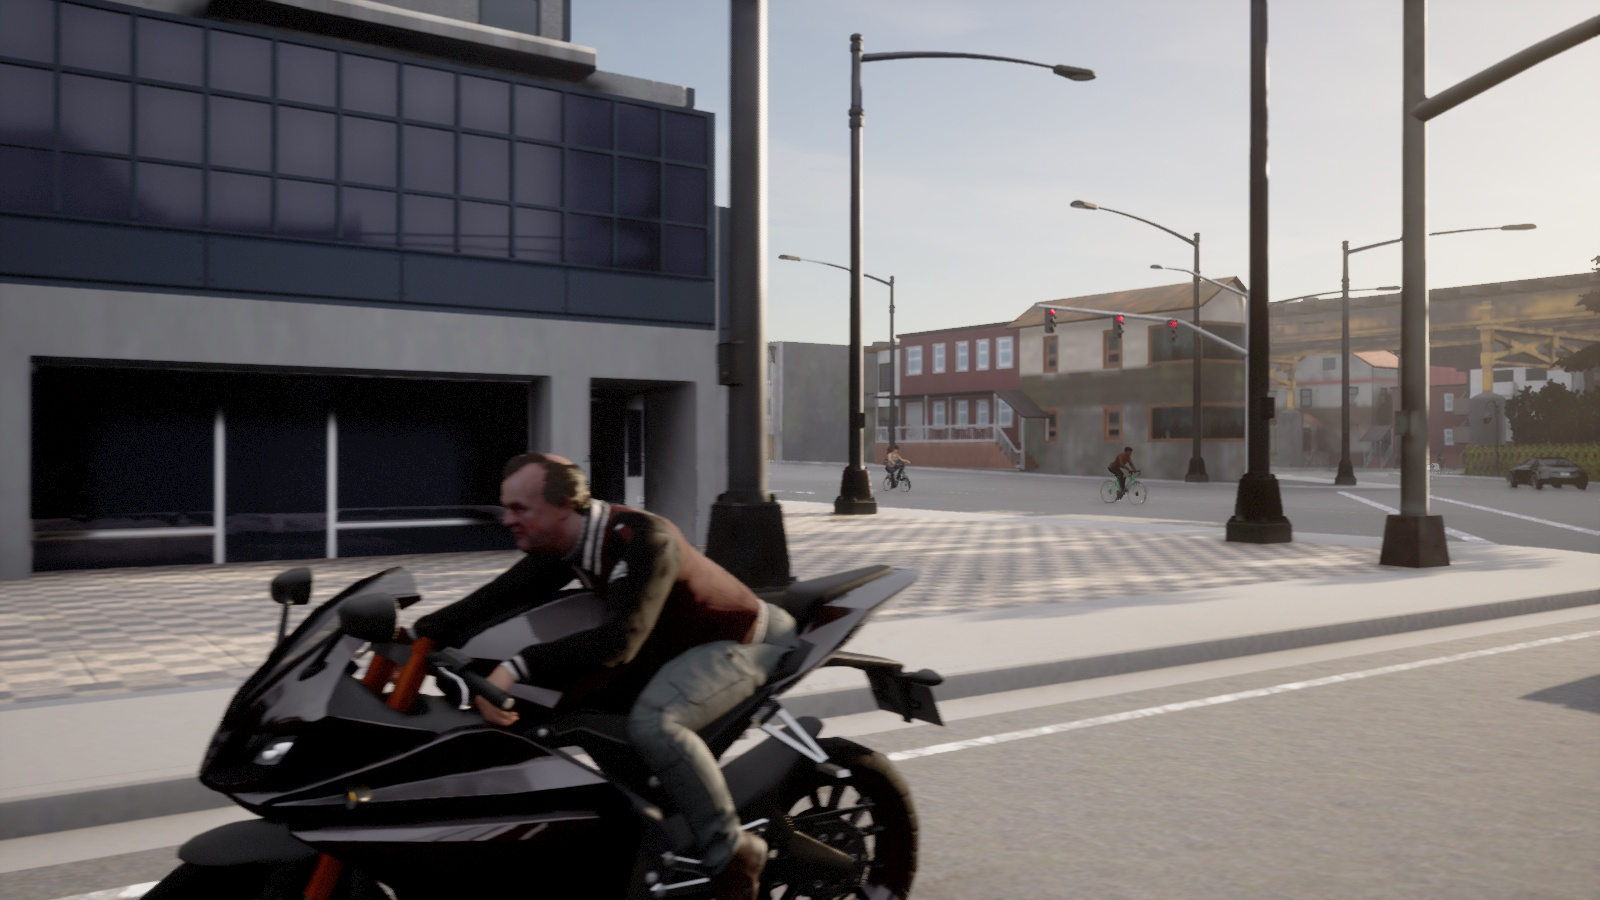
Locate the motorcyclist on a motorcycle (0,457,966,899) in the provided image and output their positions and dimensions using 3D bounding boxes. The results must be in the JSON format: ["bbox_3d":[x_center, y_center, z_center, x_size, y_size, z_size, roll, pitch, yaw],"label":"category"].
[{"bbox_3d":[-0.697,0.788,3.158,2.191,1.530,0.866,0,0,-34],"label":"motorcyclist on a motorcycle"}]

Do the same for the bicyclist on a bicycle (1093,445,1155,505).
[{"bbox_3d":[8.971,0.682,34.817,0.582,1.620,1.656,0,1,-34],"label":"bicyclist on a bicycle"}]

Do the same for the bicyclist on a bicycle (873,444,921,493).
[{"bbox_3d":[3.292,0.620,42.864,0.866,1.612,1.509,0,1,-34],"label":"bicyclist on a bicycle"}]

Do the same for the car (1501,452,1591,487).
[{"bbox_3d":[31.672,0.805,53.415,1.994,1.385,4.181,0,0,11],"label":"car"}]
